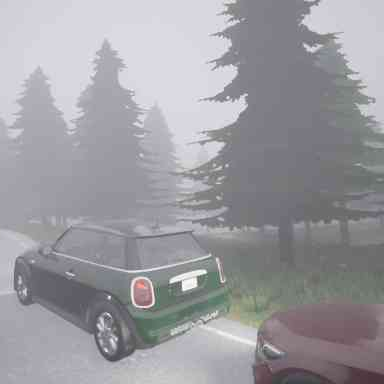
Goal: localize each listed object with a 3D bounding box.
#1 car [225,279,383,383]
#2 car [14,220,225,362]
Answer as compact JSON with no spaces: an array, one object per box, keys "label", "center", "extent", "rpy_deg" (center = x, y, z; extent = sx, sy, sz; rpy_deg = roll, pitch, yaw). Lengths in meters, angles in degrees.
[{"label":"car","center":[2.768,1.532,2.584],"extent":[4.674,1.442,1.812],"rpy_deg":[1,0,36]},{"label":"car","center":[-1.567,1.309,6.198],"extent":[4.553,1.767,2.097],"rpy_deg":[1,1,44]}]
